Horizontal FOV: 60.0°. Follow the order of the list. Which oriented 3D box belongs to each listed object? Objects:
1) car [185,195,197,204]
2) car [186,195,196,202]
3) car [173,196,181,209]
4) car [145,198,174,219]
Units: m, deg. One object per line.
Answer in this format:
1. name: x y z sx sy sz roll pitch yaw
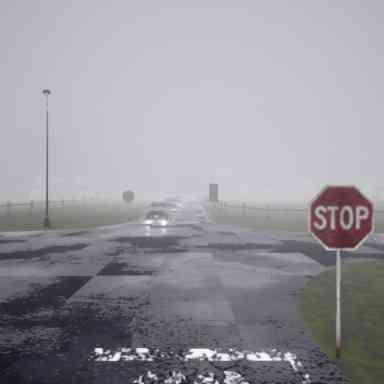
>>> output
1. car: -0.147 1.501 61.526 1.812 1.442 4.674 0 0 1
2. car: -0.231 1.353 71.324 1.994 1.385 4.181 0 0 0
3. car: -2.995 1.534 45.286 2.033 1.411 5.357 0 0 0
4. car: -2.918 1.541 29.299 2.033 1.411 5.357 0 0 -1
